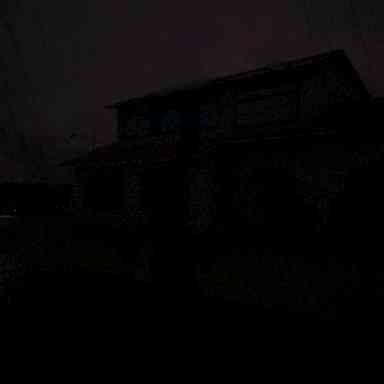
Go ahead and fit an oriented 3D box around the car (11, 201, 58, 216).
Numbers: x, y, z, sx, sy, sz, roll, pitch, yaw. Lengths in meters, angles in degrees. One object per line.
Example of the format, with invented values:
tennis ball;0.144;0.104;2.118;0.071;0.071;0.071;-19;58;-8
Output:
car;-15.554;1.564;33.025;1.994;1.385;4.181;0;0;35
